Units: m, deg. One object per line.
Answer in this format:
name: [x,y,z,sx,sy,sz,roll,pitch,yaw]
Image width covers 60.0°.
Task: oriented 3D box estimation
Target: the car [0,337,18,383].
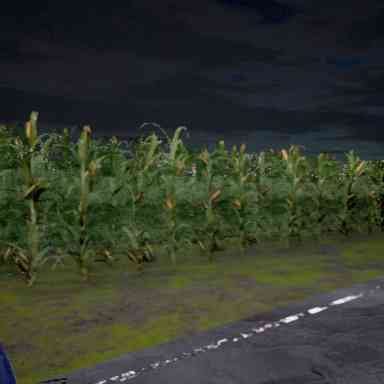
car: [-2.912,1.358,0.985,4.553,1.767,2.097,0,0,-36]
